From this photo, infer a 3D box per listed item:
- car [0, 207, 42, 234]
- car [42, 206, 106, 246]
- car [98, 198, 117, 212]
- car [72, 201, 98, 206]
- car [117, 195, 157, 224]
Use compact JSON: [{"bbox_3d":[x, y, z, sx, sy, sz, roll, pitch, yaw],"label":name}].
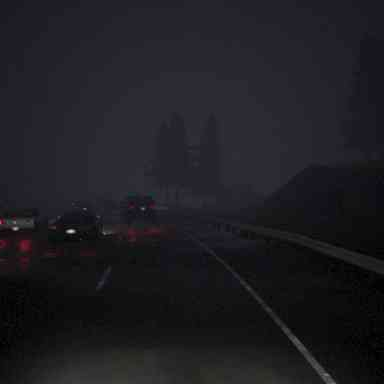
[{"bbox_3d":[-9.785,1.632,19.625,1.895,1.301,4.718,0,0,-14],"label":"car"},{"bbox_3d":[-5.326,1.586,15.533,1.994,1.385,4.181,0,0,-11],"label":"car"},{"bbox_3d":[-10.288,1.556,40.187,1.837,1.490,4.892,0,-1,-26],"label":"car"},{"bbox_3d":[-11.031,1.611,33.494,1.994,1.385,4.181,0,0,-24],"label":"car"},{"bbox_3d":[-4.135,1.251,25.143,2.150,2.045,5.566,0,0,-17],"label":"car"}]
